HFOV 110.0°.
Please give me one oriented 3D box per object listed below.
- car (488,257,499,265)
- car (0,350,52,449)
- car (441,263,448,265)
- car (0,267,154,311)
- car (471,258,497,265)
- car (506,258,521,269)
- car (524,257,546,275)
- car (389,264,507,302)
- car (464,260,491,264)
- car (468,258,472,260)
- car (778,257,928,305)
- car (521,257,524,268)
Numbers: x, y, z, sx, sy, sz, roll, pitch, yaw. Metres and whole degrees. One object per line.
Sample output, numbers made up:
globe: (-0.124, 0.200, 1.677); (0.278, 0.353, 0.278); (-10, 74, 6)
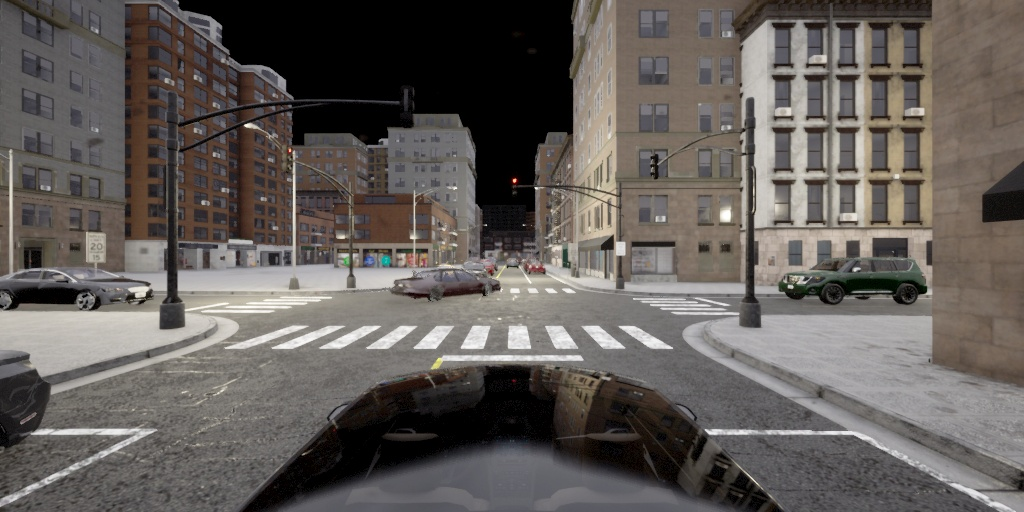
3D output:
car: (-2.823, 1.254, 47.943); (1.837, 1.490, 4.892); (0, 0, 0)
car: (-5.388, 1.300, 1.633); (2.007, 1.370, 4.403); (0, 0, 0)
car: (-5.380, 1.274, 28.308); (1.751, 1.417, 4.829); (0, 0, 0)
car: (-16.223, 1.166, 13.290); (4.902, 1.511, 2.128); (0, 0, 0)
car: (-2.841, 1.226, 37.527); (1.882, 1.535, 5.008); (0, 0, 0)
car: (0.110, 1.313, 58.529); (1.994, 1.385, 4.181); (0, 0, 1)
car: (2.648, 1.188, 39.799); (1.967, 1.591, 4.097); (0, 0, 0)
car: (-2.966, 1.290, 16.912); (2.033, 1.411, 5.357); (0, 0, 44)
car: (-2.820, 1.254, 27.210); (1.837, 1.490, 4.892); (0, 0, -1)
car: (-5.375, 1.299, 45.464); (2.007, 1.370, 4.403); (0, 0, 0)
car: (15.348, 1.056, 16.285); (5.566, 2.045, 2.150); (0, 0, -2)
car: (2.650, 1.063, 45.461); (2.192, 1.841, 5.009); (0, 0, 0)
